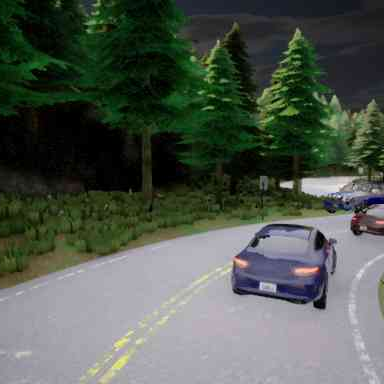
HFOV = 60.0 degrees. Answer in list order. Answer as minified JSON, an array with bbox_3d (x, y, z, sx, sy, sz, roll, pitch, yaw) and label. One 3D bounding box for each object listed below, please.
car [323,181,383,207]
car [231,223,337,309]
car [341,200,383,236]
[{"bbox_3d":[10.379,0.335,20.062,5.566,2.045,2.150,-2,5,-32],"label":"car"},{"bbox_3d":[2.346,1.486,7.938,1.812,1.442,4.674,2,2,26],"label":"car"},{"bbox_3d":[9.242,1.335,15.491,4.674,1.442,1.812,-1,5,-34],"label":"car"}]
